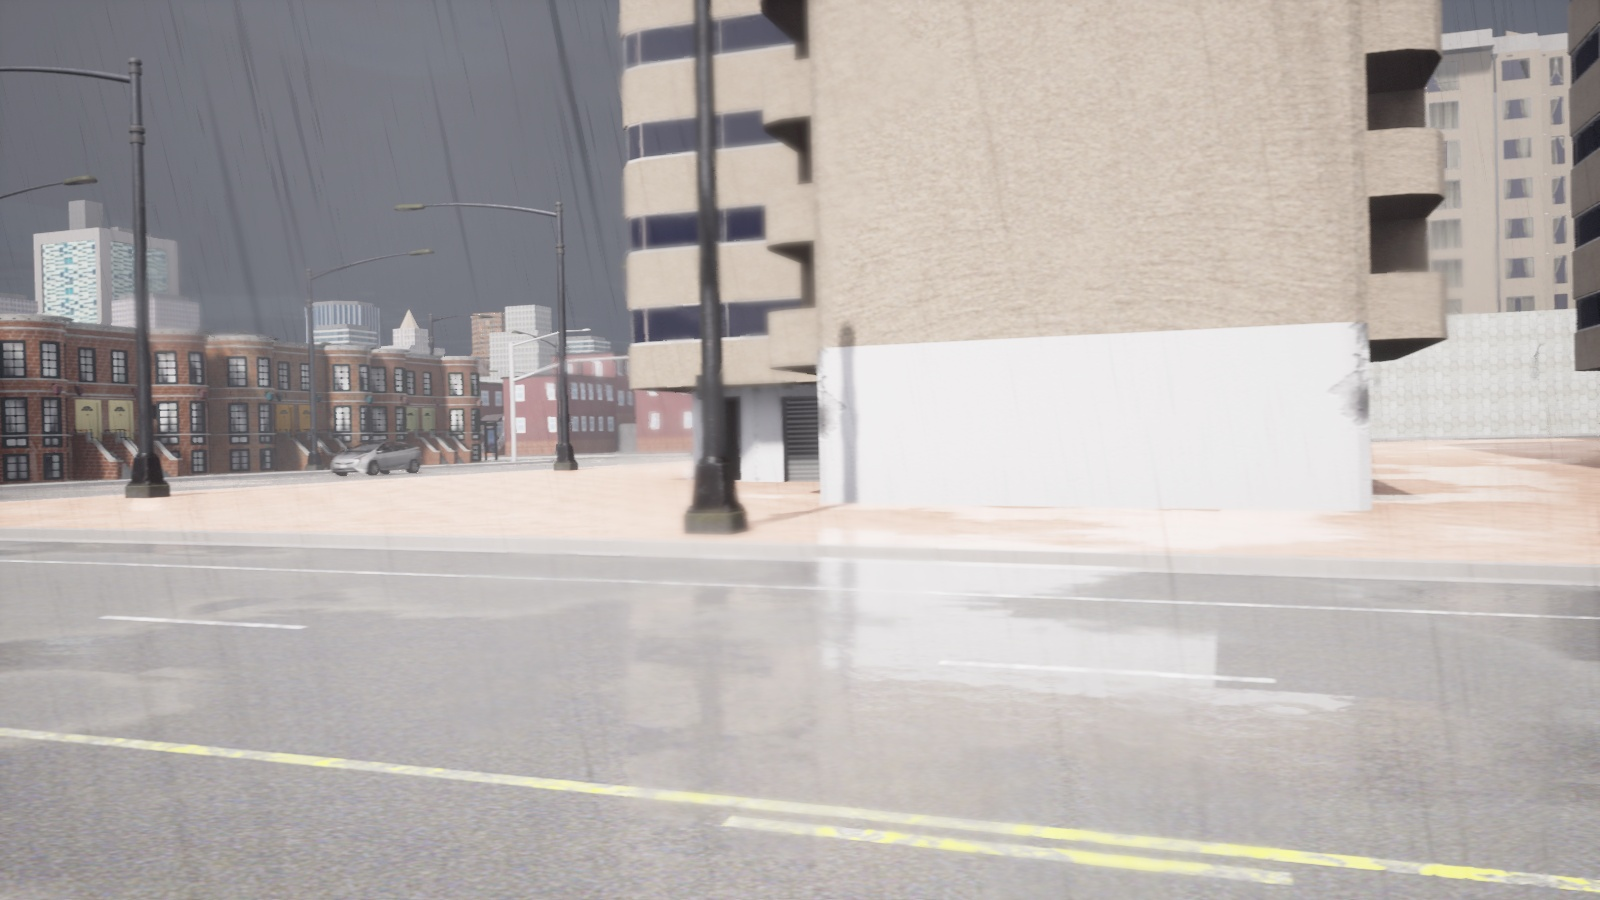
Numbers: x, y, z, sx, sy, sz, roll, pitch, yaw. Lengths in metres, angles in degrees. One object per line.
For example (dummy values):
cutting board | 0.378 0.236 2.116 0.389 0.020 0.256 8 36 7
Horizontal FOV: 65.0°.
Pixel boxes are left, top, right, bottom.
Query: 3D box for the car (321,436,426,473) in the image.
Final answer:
car | -18.937 0.186 55.945 2.007 1.525 4.514 -1 1 20
